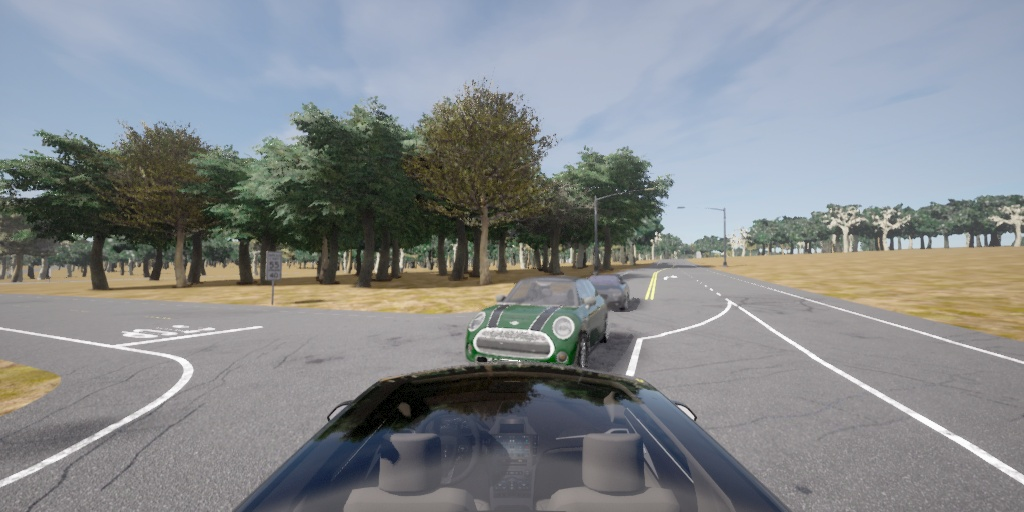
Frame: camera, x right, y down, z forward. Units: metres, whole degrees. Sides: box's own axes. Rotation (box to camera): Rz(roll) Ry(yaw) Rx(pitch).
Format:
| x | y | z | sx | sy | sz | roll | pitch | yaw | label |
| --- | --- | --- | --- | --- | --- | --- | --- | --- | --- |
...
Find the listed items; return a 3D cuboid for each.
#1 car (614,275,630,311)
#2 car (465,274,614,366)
| x | y | z | sx | sy | sz | roll | pitch | yaw | label |
| --- | --- | --- | --- | --- | --- | --- | --- | --- | --- |
| 4.055 | 1.514 | 15.755 | 1.994 | 1.385 | 4.181 | -1 | 0 | 22 | car |
| 0.820 | 1.236 | 7.874 | 2.097 | 1.767 | 4.553 | -1 | -2 | 22 | car |
